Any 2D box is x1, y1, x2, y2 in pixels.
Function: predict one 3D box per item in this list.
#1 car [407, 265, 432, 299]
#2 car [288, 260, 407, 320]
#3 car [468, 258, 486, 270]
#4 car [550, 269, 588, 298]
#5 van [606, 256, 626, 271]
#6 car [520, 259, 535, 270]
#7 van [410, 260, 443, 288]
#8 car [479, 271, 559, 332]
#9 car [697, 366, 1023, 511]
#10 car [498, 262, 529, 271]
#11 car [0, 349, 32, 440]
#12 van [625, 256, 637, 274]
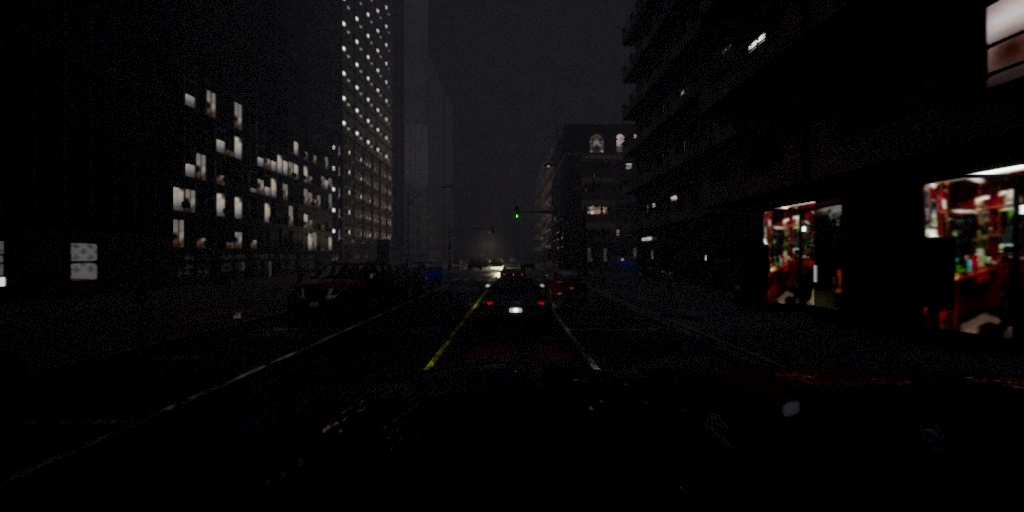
[{"bbox_3d":[-5.693,1.341,18.352,1.948,1.339,4.313,0,0,0],"label":"car"},{"bbox_3d":[-5.693,1.081,12.829,2.192,1.841,5.009,0,0,0],"label":"car"},{"bbox_3d":[-5.696,1.171,56.264,2.192,1.841,5.009,0,0,0],"label":"car"},{"bbox_3d":[2.687,1.320,18.351,1.888,1.381,4.507,0,0,0],"label":"car"},{"bbox_3d":[13.716,0.936,43.838,3.998,1.789,1.690,0,0,0],"label":"van"},{"bbox_3d":[2.684,1.402,56.264,1.888,1.381,4.507,0,0,0],"label":"car"},{"bbox_3d":[-5.694,1.126,23.875,1.690,1.789,3.998,0,0,0],"label":"van"},{"bbox_3d":[0.094,1.327,10.961,1.994,1.385,4.181,0,0,0],"label":"car"},{"bbox_3d":[2.689,1.295,1.784,1.888,1.381,4.507,0,0,0],"label":"car"},{"bbox_3d":[0.097,1.393,27.877,1.895,1.301,4.718,0,0,0],"label":"car"},{"bbox_3d":[-5.692,1.316,1.784,1.948,1.339,4.313,0,0,0],"label":"car"},{"bbox_3d":[13.739,0.960,35.458,3.998,1.789,1.690,0,0,0],"label":"van"}]
